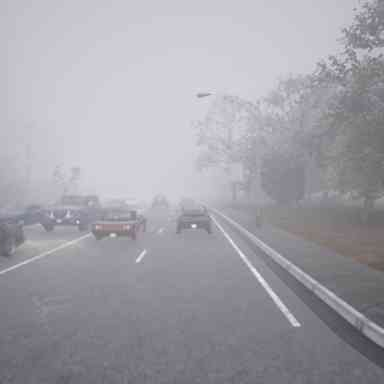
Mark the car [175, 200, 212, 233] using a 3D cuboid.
[{"bbox_3d":[0.089,1.446,19.126,1.837,1.490,4.892,0,0,0],"label":"car"}]

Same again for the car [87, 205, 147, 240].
[{"bbox_3d":[-3.402,1.552,16.527,1.895,1.301,4.718,0,0,0],"label":"car"}]

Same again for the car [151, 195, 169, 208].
[{"bbox_3d":[-4.077,1.124,42.930,2.097,1.767,4.553,0,0,-4],"label":"car"}]

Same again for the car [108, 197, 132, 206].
[{"bbox_3d":[-7.103,1.354,30.472,1.882,1.535,5.008,0,0,-1],"label":"car"}]

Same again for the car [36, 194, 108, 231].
[{"bbox_3d":[-7.052,1.157,20.282,2.150,2.045,5.566,0,0,-1],"label":"car"}]

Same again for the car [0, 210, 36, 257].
[{"bbox_3d":[-7.096,1.519,10.106,2.033,1.411,5.357,0,0,0],"label":"car"}]

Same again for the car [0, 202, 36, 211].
[{"bbox_3d":[-10.561,1.412,20.519,1.882,1.535,5.008,0,0,1],"label":"car"}]

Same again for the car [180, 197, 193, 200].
[{"bbox_3d":[-0.704,1.318,45.094,1.994,1.385,4.181,0,1,-3],"label":"car"}]

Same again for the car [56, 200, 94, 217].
[{"bbox_3d":[-10.608,1.476,30.605,1.895,1.301,4.718,0,0,-1],"label":"car"}]

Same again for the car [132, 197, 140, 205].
[{"bbox_3d":[-7.450,1.318,40.742,1.812,1.442,4.674,0,1,-3],"label":"car"}]
